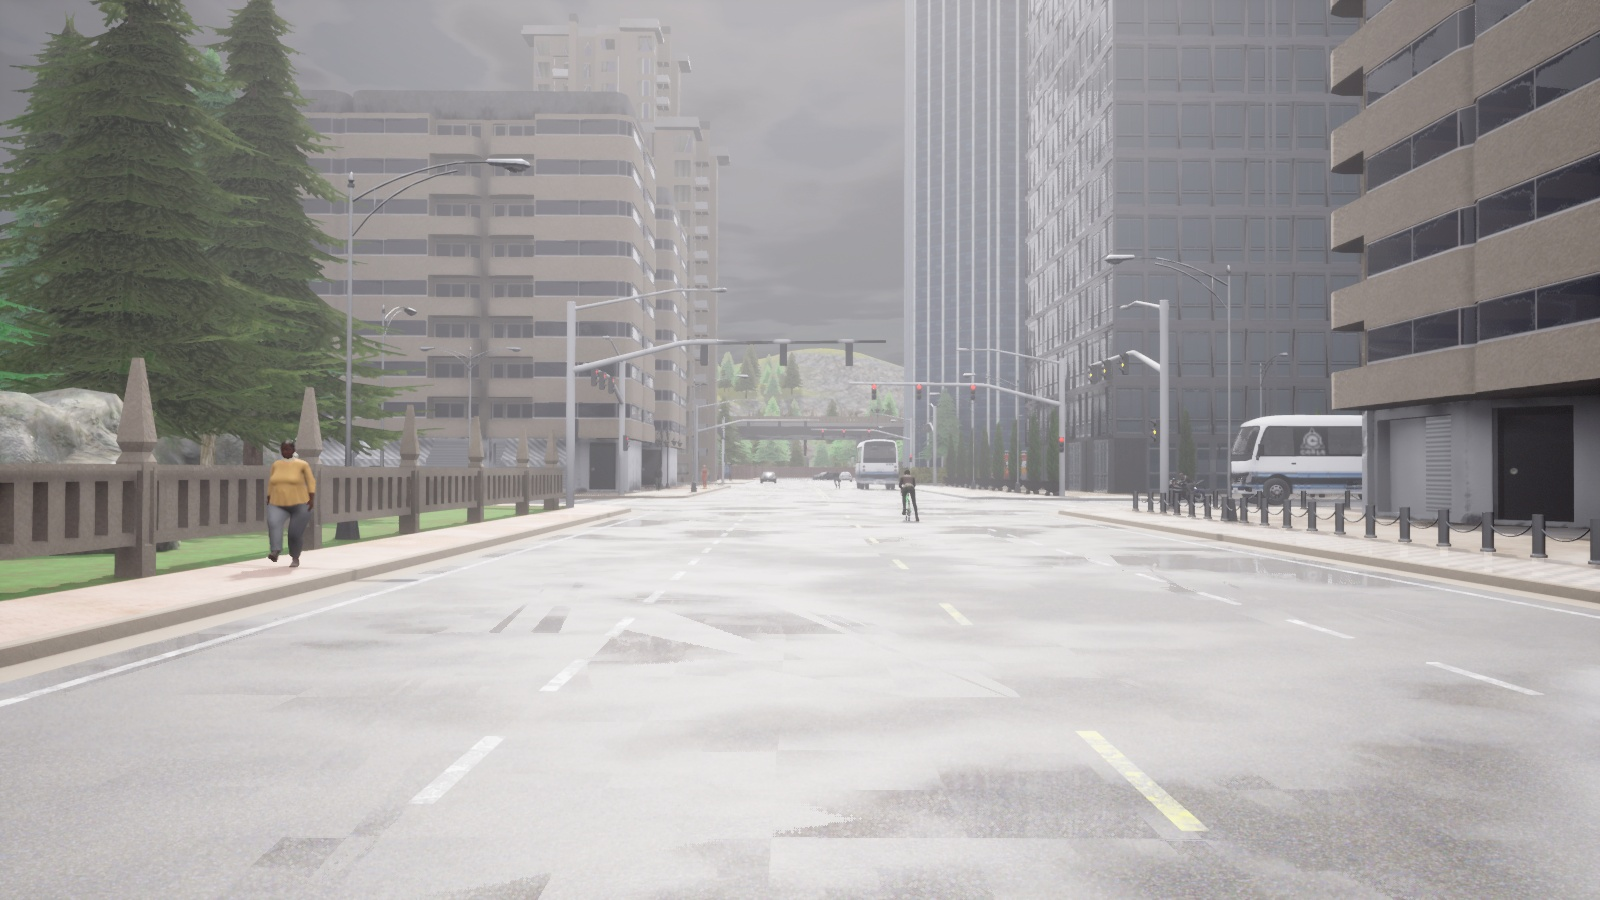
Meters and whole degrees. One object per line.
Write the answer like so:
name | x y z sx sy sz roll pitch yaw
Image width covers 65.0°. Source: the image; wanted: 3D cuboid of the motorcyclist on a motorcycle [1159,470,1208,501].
motorcyclist on a motorcycle | 19.262 1.773 63.053 2.191 1.530 0.866 0 -1 0

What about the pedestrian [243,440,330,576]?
pedestrian | -7.201 0.798 17.652 0.874 1.855 0.900 0 -1 -2

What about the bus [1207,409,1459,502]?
bus | 25.076 0.280 59.561 10.273 4.253 3.944 0 -1 0
